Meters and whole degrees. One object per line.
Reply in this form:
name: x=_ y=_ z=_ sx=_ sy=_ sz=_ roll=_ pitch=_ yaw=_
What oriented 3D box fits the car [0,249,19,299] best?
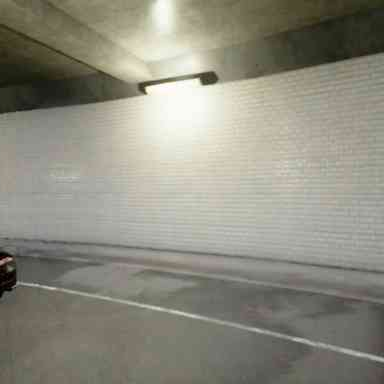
car: x=-5.638 y=1.468 z=6.495 sx=4.902 sy=1.511 sz=2.128 roll=0 pitch=0 yaw=25
